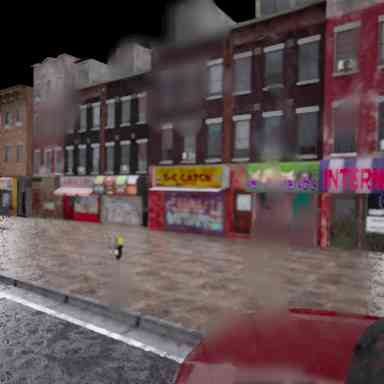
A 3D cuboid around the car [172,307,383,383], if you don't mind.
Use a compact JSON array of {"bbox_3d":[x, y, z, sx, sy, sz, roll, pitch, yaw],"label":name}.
[{"bbox_3d":[2.081,1.316,1.299,5.009,1.841,2.192,0,1,36],"label":"car"}]
